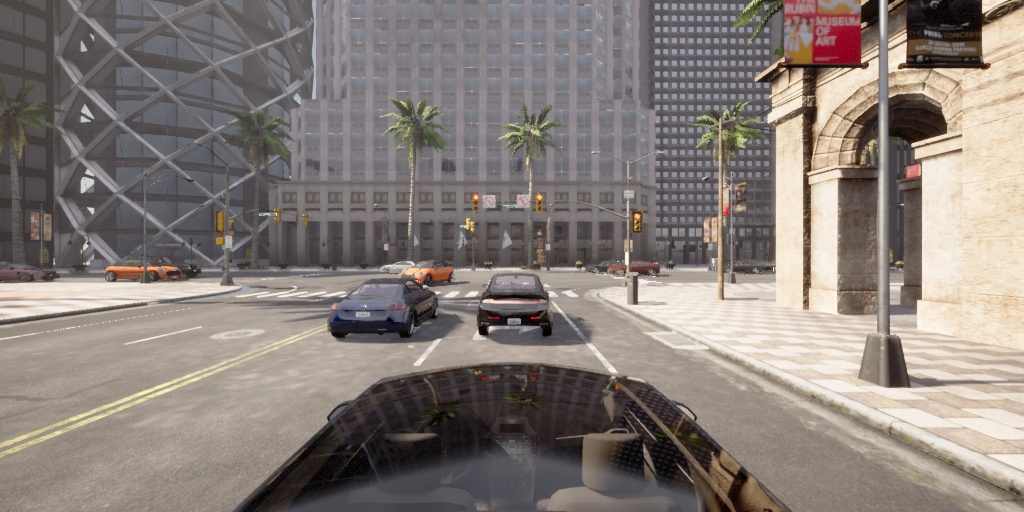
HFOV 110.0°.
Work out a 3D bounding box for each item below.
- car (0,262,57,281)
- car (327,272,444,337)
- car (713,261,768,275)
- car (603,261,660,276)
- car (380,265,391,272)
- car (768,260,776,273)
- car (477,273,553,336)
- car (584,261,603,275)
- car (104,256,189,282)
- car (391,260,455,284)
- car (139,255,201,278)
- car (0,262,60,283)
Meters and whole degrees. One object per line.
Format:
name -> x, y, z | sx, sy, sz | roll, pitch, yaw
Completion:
car -> -41.656, 1.242, 29.444 | 4.902, 1.511, 2.128 | 0, 0, -24
car -> -3.419, 1.314, 10.261 | 1.994, 1.385, 4.181 | 0, 0, 0
car -> 24.682, 1.256, 39.320 | 4.892, 1.490, 1.837 | 0, 0, 0
car -> 12.151, 1.228, 35.858 | 5.008, 1.535, 1.882 | 0, 0, 0
car -> -12.034, 1.276, 39.432 | 4.674, 1.442, 1.812 | 0, 0, 0
car -> 29.404, 0.971, 35.804 | 5.566, 2.045, 2.150 | 0, 0, 0
car -> 0.118, 1.242, 10.392 | 2.128, 1.511, 4.902 | 0, 0, 2
car -> 10.409, 1.255, 39.363 | 4.892, 1.490, 1.837 | 0, 0, 0
car -> -29.127, 1.102, 28.469 | 4.553, 1.767, 2.097 | 0, 0, -3
car -> -5.820, 1.102, 24.691 | 2.097, 1.767, 4.553 | 0, 0, 20
car -> -31.167, 0.971, 31.965 | 5.566, 2.045, 2.150 | 0, 0, -3
car -> -37.650, 1.314, 27.186 | 4.181, 1.385, 1.994 | 0, 0, -19
